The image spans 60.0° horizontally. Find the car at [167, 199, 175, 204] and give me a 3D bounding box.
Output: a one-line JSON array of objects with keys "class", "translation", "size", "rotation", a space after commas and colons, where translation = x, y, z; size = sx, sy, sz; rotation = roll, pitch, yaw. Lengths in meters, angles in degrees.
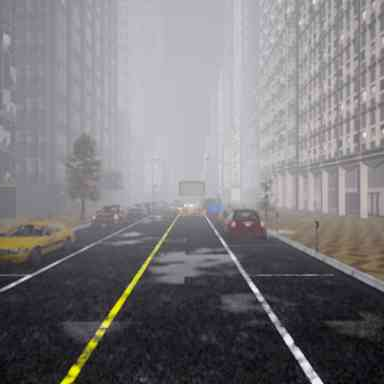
[{"class": "car", "translation": [-5.707, 2.488, 91.708], "size": [1.802, 1.307, 4.206], "rotation": [-1, -1, 0]}]

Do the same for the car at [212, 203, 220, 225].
[{"class": "car", "translation": [2.680, 1.761, 23.679], "size": [1.752, 1.417, 4.829], "rotation": [-1, -1, 0]}]

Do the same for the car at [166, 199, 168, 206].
[{"class": "car", "translation": [-5.703, 2.152, 57.608], "size": [1.802, 1.307, 4.206], "rotation": [-1, -1, 0]}]

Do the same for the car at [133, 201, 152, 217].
[{"class": "car", "translation": [-5.702, 1.896, 34.874], "size": [2.008, 1.369, 4.403], "rotation": [-1, -1, 0]}]

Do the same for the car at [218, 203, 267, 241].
[{"class": "car", "translation": [2.680, 1.618, 17.827], "size": [1.967, 1.590, 4.097], "rotation": [-1, -1, 0]}]

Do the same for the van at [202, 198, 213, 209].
[{"class": "van", "translation": [2.675, 1.912, 57.611], "size": [1.690, 1.788, 3.998], "rotation": [-1, -1, 0]}]

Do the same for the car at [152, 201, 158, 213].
[{"class": "car", "translation": [-5.702, 1.968, 40.558], "size": [1.947, 1.339, 4.313], "rotation": [-1, -1, 0]}]

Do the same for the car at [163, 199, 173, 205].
[{"class": "car", "translation": [-5.706, 2.345, 80.341], "size": [2.008, 1.369, 4.403], "rotation": [-1, -1, 0]}]

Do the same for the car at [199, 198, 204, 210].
[{"class": "car", "translation": [2.675, 1.829, 51.928], "size": [2.192, 1.841, 5.009], "rotation": [-1, -1, 0]}]

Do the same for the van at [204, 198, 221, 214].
[{"class": "van", "translation": [2.677, 1.743, 40.561], "size": [1.690, 1.788, 3.998], "rotation": [-1, -1, 0]}]

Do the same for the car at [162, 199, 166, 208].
[{"class": "car", "translation": [-5.704, 2.065, 51.925], "size": [2.008, 1.369, 4.403], "rotation": [-1, -1, 0]}]

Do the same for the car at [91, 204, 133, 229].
[{"class": "car", "translation": [-5.701, 1.673, 23.509], "size": [1.967, 1.590, 4.097], "rotation": [-1, -1, 0]}]

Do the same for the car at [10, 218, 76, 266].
[{"class": "car", "translation": [-5.699, 1.645, 11.972], "size": [1.752, 1.417, 4.829], "rotation": [-1, -1, 0]}]

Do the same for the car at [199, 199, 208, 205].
[{"class": "car", "translation": [2.675, 2.345, 80.342], "size": [2.008, 1.369, 4.403], "rotation": [-1, -1, 0]}]

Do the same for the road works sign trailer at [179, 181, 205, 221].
[{"class": "road works sign trailer", "translation": [0.015, 0.771, 30.950], "size": [2.380, 3.560, 2.880], "rotation": [0, -1, 0]}]

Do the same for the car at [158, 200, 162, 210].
[{"class": "car", "translation": [-5.702, 2.003, 46.241], "size": [1.887, 1.381, 4.507], "rotation": [-1, -1, 0]}]

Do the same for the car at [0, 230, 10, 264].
[{"class": "car", "translation": [-5.700, 1.505, 6.459], "size": [1.967, 1.590, 4.097], "rotation": [-1, -1, 0]}]

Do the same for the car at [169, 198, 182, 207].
[{"class": "car", "translation": [-3.021, 2.172, 65.315], "size": [1.812, 1.442, 4.674], "rotation": [0, -1, 0]}]
